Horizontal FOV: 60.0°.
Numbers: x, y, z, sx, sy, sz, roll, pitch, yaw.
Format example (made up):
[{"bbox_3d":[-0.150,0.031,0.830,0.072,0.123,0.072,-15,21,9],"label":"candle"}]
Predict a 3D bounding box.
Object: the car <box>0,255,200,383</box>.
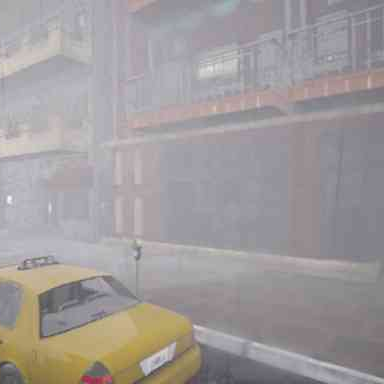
[{"bbox_3d":[-2.194,1.526,4.447,4.829,1.417,1.752,0,0,36],"label":"car"}]
